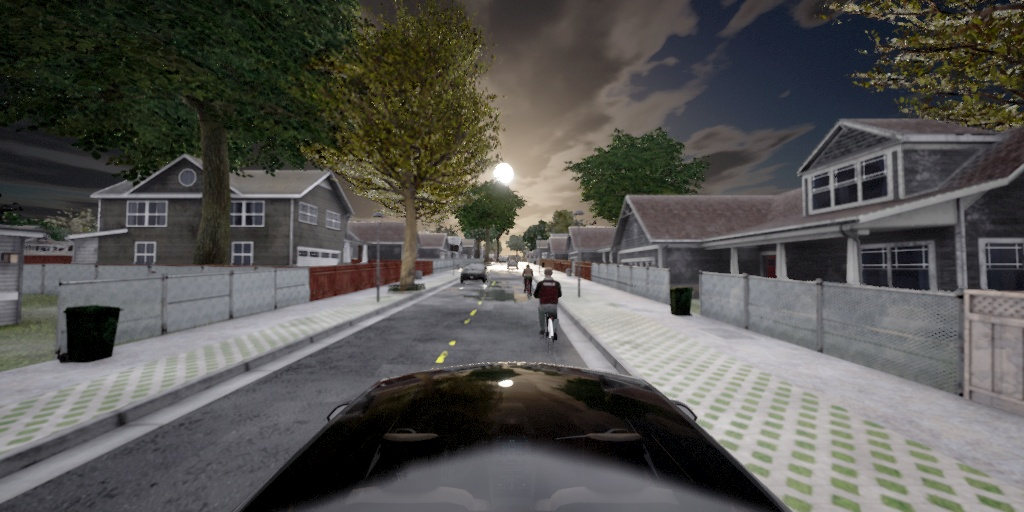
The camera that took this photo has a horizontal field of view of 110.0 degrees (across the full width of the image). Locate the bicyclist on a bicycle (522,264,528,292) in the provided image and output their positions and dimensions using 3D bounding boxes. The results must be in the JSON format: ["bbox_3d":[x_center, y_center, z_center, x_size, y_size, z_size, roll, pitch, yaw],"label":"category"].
[{"bbox_3d":[0.764,1.217,16.921,0.582,1.620,1.656,0,0,0],"label":"bicyclist on a bicycle"}]

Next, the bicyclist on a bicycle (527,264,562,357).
[{"bbox_3d":[0.760,1.125,7.706,0.659,1.776,1.843,0,0,0],"label":"bicyclist on a bicycle"}]

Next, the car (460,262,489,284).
[{"bbox_3d":[-2.844,1.260,27.946,1.882,1.535,5.008,0,0,0],"label":"car"}]

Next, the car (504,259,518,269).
[{"bbox_3d":[0.114,1.349,61.619,2.128,1.511,4.902,0,0,0],"label":"car"}]
